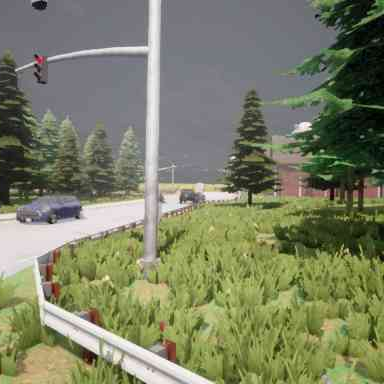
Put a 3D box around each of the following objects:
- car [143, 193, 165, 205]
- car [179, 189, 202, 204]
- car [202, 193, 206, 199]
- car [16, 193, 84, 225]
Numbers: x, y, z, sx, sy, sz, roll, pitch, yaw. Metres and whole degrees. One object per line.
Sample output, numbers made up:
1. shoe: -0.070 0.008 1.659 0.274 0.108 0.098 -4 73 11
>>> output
1. car: -4.741 0.849 42.518 1.837 1.490 4.892 1 1 9
2. car: -0.341 0.591 46.832 2.150 2.045 5.566 1 1 9
3. car: 1.241 0.788 57.384 2.033 1.411 5.357 1 1 9
4. car: -8.655 0.955 20.638 2.097 1.767 4.553 1 1 10
